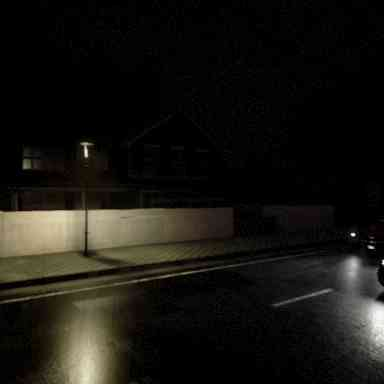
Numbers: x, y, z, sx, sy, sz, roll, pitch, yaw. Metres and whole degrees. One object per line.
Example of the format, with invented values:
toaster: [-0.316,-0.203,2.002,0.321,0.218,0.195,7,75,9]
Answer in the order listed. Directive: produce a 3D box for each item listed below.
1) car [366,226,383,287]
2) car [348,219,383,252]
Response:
car: [6.505,1.636,8.271,4.674,1.442,1.812,1,-1,-35]
car: [8.445,1.763,13.595,4.718,1.301,1.895,1,0,-35]
